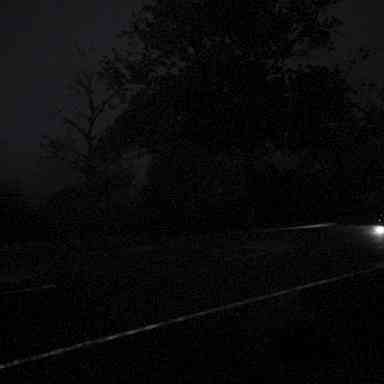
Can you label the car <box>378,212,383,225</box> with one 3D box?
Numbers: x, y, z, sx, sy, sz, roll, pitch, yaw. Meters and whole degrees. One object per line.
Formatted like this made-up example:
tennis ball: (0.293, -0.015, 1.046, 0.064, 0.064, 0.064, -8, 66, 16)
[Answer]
car: (14.109, 1.514, 21.879, 4.181, 1.385, 1.994, 0, 0, -33)
